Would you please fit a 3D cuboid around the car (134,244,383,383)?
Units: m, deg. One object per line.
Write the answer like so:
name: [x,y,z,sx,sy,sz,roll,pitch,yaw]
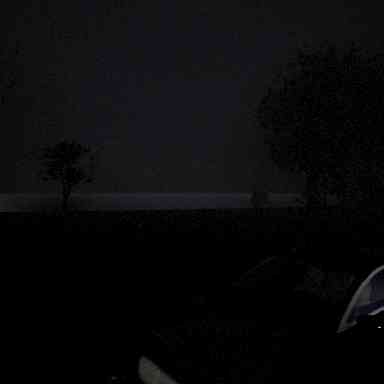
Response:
car: [1.666,1.490,4.145,4.902,1.511,2.128,0,0,-36]
